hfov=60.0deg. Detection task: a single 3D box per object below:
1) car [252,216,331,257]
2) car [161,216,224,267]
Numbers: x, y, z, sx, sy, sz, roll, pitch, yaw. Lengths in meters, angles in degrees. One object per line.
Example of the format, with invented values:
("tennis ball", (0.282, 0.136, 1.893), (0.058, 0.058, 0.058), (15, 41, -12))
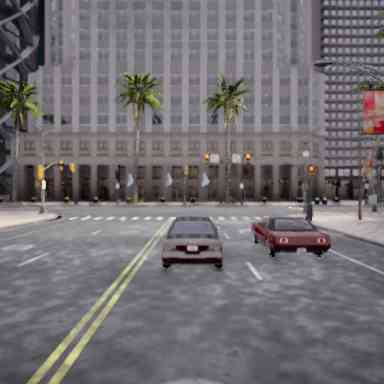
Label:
("car", (3.549, 1.581, 12.879), (1.895, 1.301, 4.718), (0, 0, 1))
("car", (0.031, 1.530, 11.306), (2.033, 1.411, 5.357), (0, 0, 1))
